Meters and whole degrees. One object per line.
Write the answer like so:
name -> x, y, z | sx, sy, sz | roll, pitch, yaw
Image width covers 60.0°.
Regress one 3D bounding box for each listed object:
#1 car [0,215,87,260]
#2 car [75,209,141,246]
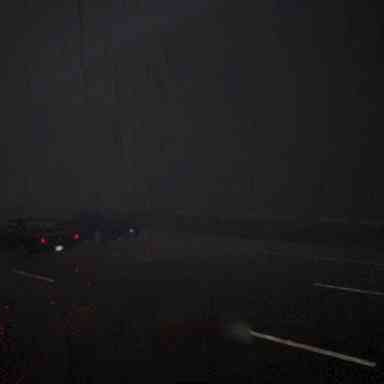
car -> -6.436, 1.668, 12.882 | 4.718, 1.301, 1.895 | 0, 0, 36
car -> -4.645, 1.545, 15.904 | 5.008, 1.535, 1.882 | 0, 0, 35
